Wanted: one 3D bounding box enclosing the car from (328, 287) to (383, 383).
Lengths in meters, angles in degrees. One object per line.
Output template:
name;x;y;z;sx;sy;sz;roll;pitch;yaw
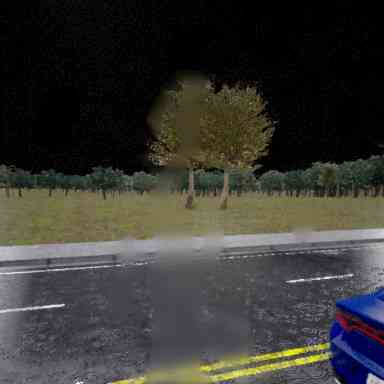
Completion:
car;3.894;1.479;3.565;5.008;1.535;1.882;1;0;-19
